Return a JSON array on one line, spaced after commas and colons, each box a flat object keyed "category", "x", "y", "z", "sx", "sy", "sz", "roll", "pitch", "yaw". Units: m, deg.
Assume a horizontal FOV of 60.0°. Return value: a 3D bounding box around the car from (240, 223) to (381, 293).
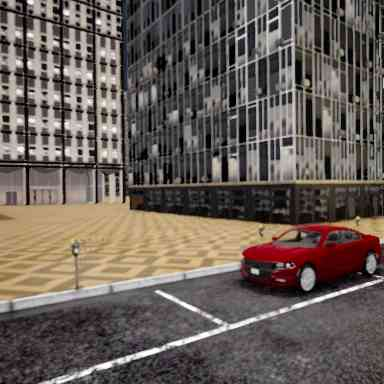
[{"category": "car", "x": 3.262, "y": 1.561, "z": 8.851, "sx": 4.507, "sy": 1.381, "sz": 1.887, "roll": 0, "pitch": -1, "yaw": -35}]
